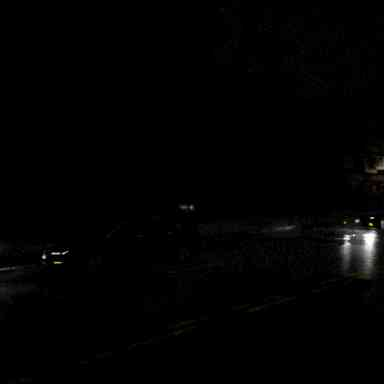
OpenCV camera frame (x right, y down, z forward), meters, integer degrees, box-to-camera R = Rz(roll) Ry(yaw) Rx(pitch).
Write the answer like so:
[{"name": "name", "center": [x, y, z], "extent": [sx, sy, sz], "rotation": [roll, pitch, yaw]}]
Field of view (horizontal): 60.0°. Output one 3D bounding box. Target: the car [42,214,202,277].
[{"name": "car", "center": [-1.946, 1.465, 10.236], "extent": [4.892, 1.490, 1.837], "rotation": [0, 0, -35]}]

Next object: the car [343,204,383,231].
[{"name": "car", "center": [10.599, 1.368, 19.222], "extent": [4.181, 1.385, 1.994], "rotation": [-1, 0, -35]}]
